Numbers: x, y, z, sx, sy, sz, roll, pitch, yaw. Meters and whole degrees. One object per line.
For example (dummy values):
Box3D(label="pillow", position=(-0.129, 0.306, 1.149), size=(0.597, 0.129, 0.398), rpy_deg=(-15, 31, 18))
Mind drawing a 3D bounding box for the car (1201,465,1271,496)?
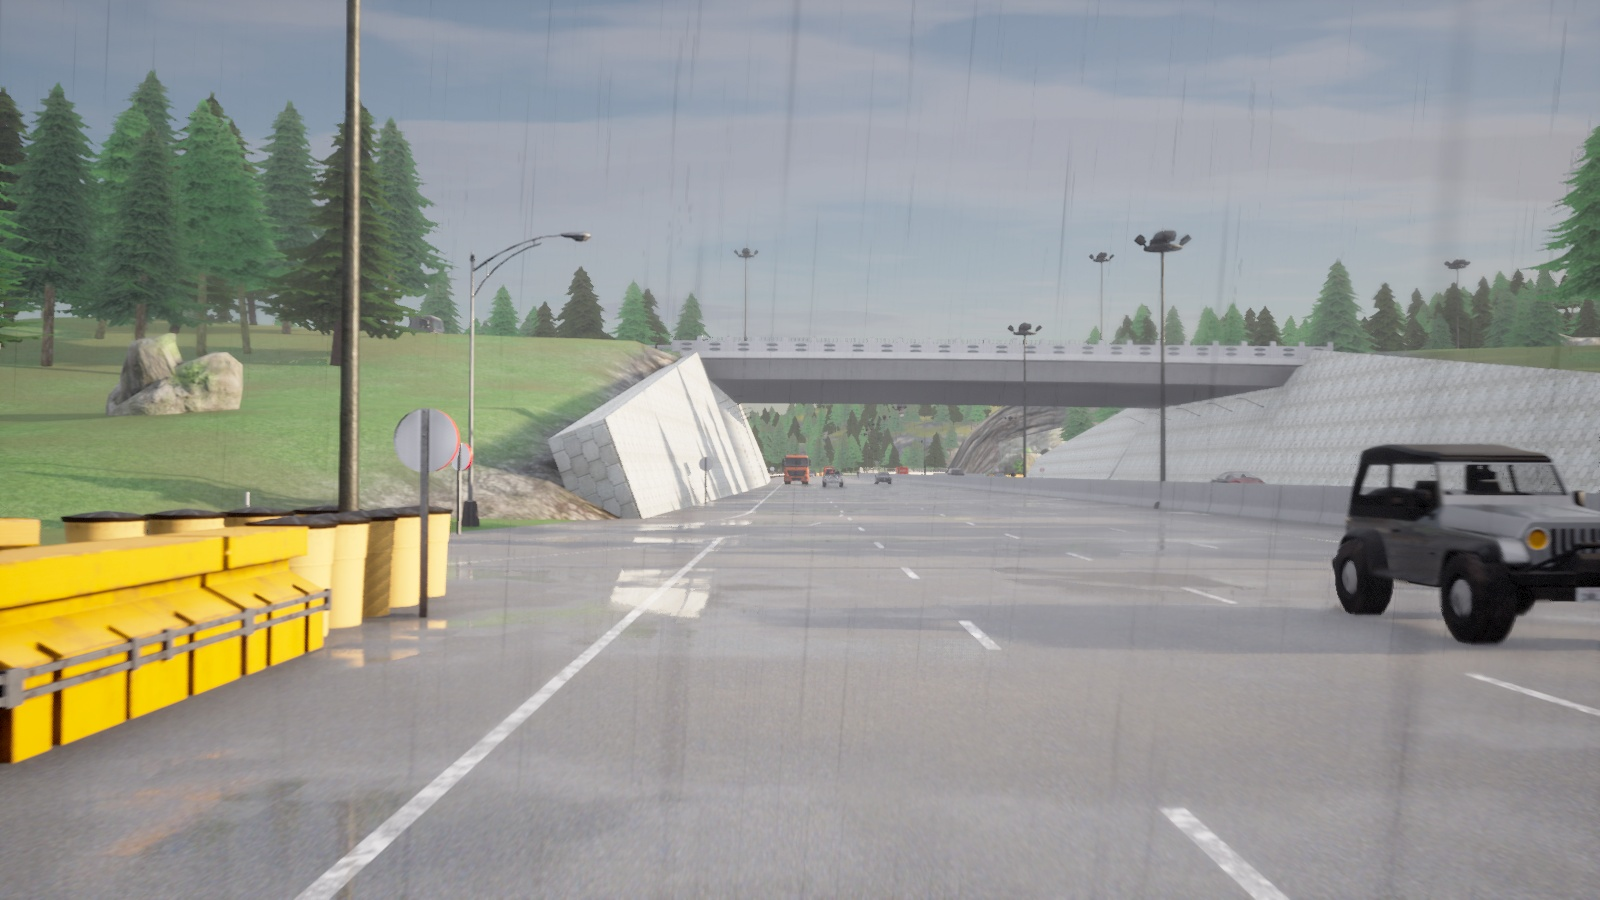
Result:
Box3D(label="car", position=(24.329, 1.674, 70.334), size=(2.152, 1.651, 5.027), rpy_deg=(0, -1, 0))

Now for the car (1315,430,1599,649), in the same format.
Box3D(label="car", position=(6.968, 0.795, 12.692), size=(1.905, 1.878, 3.866), rpy_deg=(0, -1, 0))
